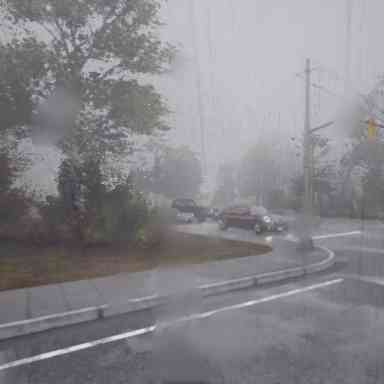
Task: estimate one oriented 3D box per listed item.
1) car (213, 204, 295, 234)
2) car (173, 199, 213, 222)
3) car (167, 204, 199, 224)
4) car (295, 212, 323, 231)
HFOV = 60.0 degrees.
[{"bbox_3d":[3.784,1.589,21.086,2.097,1.767,4.553,1,-1,-38],"label":"car"},{"bbox_3d":[0.330,1.623,30.819,2.150,2.045,5.566,1,-1,-41],"label":"car"},{"bbox_3d":[-1.903,1.955,28.051,1.895,1.301,4.718,1,-1,-41],"label":"car"},{"bbox_3d":[6.572,1.876,23.290,1.895,1.301,4.718,1,-1,-39],"label":"car"}]
